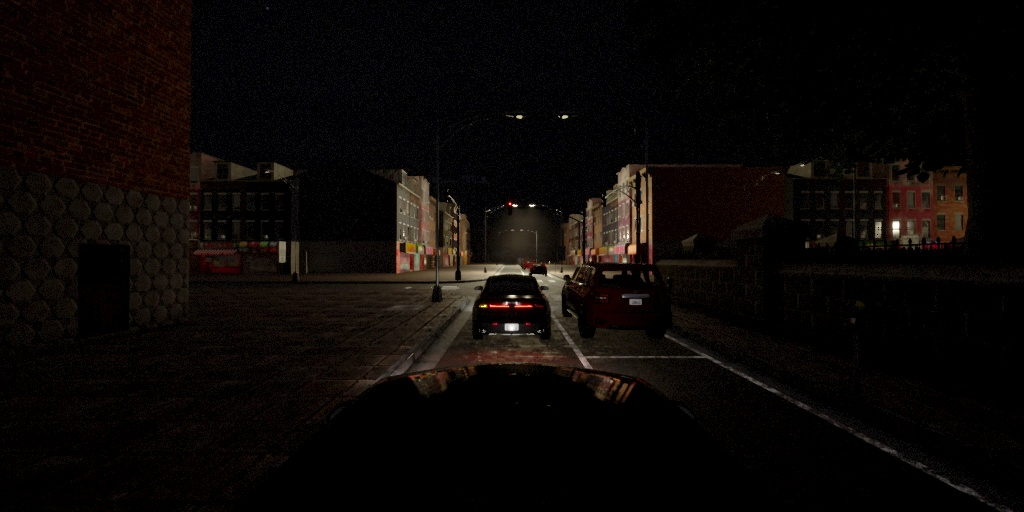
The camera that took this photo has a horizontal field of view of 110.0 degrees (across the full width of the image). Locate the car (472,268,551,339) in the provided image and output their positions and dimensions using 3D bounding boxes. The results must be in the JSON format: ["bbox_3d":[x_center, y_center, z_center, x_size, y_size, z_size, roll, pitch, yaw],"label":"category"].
[{"bbox_3d":[-0.011,1.258,10.001,1.837,1.490,4.892,0,0,0],"label":"car"}]

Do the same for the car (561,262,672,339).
[{"bbox_3d":[2.626,1.068,10.043,2.192,1.841,5.009,0,0,0],"label":"car"}]

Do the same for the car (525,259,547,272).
[{"bbox_3d":[2.589,1.332,36.472,1.888,1.381,4.507,0,0,0],"label":"car"}]

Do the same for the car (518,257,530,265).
[{"bbox_3d":[2.557,1.155,58.221,2.192,1.841,5.009,0,0,0],"label":"car"}]

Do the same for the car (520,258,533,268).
[{"bbox_3d":[2.565,1.370,52.784,1.888,1.381,4.507,0,0,0],"label":"car"}]
